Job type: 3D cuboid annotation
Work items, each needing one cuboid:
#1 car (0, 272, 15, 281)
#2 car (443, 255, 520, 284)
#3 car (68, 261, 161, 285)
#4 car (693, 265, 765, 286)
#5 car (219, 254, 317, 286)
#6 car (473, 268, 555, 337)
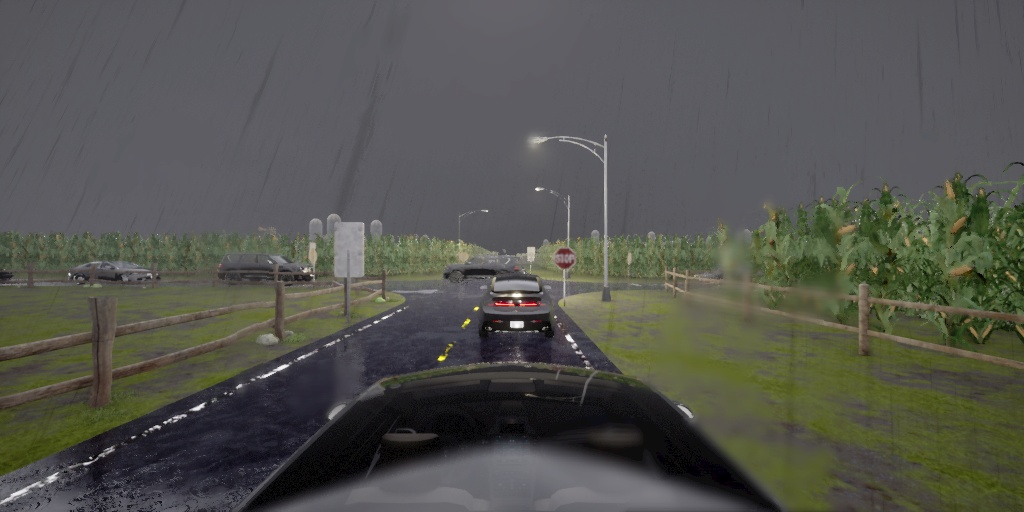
[{"bbox_3d":[-36.148,1.146,23.578,4.718,1.301,1.895,0,-1,1],"label":"car"},{"bbox_3d":[-2.139,0.975,26.112,5.566,2.045,2.150,0,0,1],"label":"car"},{"bbox_3d":[-25.870,1.088,23.454,4.902,1.511,2.128,0,-1,1],"label":"car"},{"bbox_3d":[15.731,1.369,25.915,4.902,1.511,2.128,0,-1,1],"label":"car"},{"bbox_3d":[-15.820,0.873,23.357,5.566,2.045,2.150,0,-1,0],"label":"car"},{"bbox_3d":[0.112,1.257,10.281,1.837,1.490,4.892,0,0,0],"label":"car"}]
